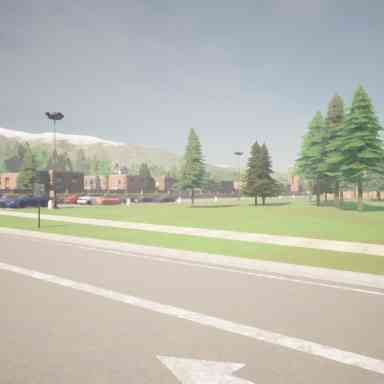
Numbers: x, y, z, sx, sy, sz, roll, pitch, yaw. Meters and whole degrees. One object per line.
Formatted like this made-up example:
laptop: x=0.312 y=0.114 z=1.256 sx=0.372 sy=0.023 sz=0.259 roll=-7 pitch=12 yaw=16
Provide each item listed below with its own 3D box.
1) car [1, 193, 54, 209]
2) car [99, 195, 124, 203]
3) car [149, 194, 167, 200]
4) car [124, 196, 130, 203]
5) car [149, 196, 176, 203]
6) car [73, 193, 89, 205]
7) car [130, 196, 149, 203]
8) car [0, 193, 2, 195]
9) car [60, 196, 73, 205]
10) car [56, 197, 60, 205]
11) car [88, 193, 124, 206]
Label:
car: x=-21.592 y=1.221 z=44.228 sx=2.150 sy=2.045 sz=5.566 roll=0 pitch=0 yaw=35
car: x=-16.689 y=1.478 z=69.408 sx=1.882 sy=1.535 sz=5.008 roll=0 pitch=0 yaw=35
car: x=-8.278 y=1.242 z=81.448 sx=1.895 sy=1.301 sz=4.718 roll=0 pitch=0 yaw=35
car: x=-13.228 y=1.499 z=68.251 sx=2.128 sy=1.511 sz=4.902 roll=0 pitch=0 yaw=35
car: x=-5.514 y=1.547 z=67.119 sx=2.033 sy=1.411 sz=5.357 roll=0 pitch=0 yaw=35
car: x=-16.866 y=1.224 z=57.081 sx=2.150 sy=2.045 sz=5.566 roll=0 pitch=0 yaw=35
car: x=-9.688 y=1.526 z=67.242 sx=1.812 sy=1.442 sz=4.674 roll=0 pitch=0 yaw=36
car: x=-30.489 y=1.222 z=49.826 sx=2.150 sy=2.045 sz=5.566 roll=0 pitch=0 yaw=35
car: x=-19.856 y=1.219 z=58.908 sx=2.150 sy=2.045 sz=5.566 roll=0 pitch=0 yaw=35
car: x=-23.080 y=1.492 z=60.382 sx=2.128 sy=1.511 sz=4.902 roll=0 pitch=0 yaw=35
car: x=-14.139 y=1.352 z=54.885 sx=2.097 sy=1.767 sz=4.553 roll=0 pitch=0 yaw=35
